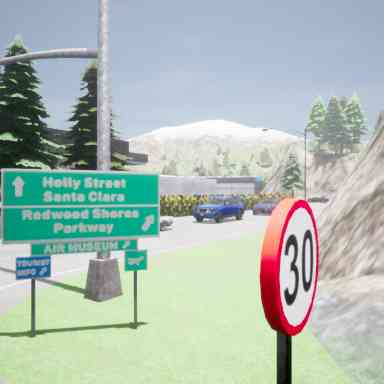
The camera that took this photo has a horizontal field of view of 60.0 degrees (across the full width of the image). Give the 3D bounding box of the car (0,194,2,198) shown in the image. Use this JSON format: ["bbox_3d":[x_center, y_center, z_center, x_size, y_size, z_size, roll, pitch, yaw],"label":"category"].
[{"bbox_3d":[-38.765,1.489,69.883,4.514,1.523,2.007,0,0,35],"label":"car"}]

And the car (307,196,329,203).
[{"bbox_3d":[28.278,1.717,74.712,2.128,1.511,4.902,0,0,-42],"label":"car"}]

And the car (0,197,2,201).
[{"bbox_3d":[-12.436,1.505,26.016,1.905,1.878,3.866,0,0,35],"label":"car"}]

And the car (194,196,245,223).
[{"bbox_3d":[2.405,1.413,27.890,2.150,2.045,5.566,0,0,36],"label":"car"}]

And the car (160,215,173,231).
[{"bbox_3d":[-3.277,1.792,20.032,1.895,1.301,4.718,0,0,36],"label":"car"}]

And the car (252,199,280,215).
[{"bbox_3d":[8.316,1.544,36.049,2.097,1.767,4.553,0,0,36],"label":"car"}]
